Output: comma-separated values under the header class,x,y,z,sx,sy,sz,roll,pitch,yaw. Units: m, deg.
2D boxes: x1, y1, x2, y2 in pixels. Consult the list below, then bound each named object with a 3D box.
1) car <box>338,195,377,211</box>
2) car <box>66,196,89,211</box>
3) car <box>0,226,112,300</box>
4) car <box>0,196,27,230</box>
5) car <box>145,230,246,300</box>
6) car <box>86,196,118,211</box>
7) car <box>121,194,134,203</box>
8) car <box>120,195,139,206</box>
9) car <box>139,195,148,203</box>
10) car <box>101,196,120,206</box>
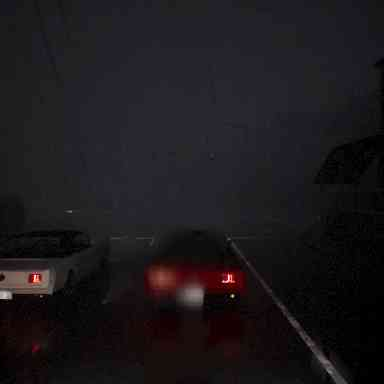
class,x,y,z,sx,sy,sz,roll,pitch,yaw
car,14.158,1.057,28.512,4.181,1.385,1.994,-14,0,-1
car,-14.102,1.564,41.411,1.994,1.385,4.181,0,0,0
car,-3.424,1.601,8.305,1.895,1.301,4.718,0,0,0
car,-10.602,1.221,16.910,2.150,2.045,5.566,0,0,0
car,0.077,1.601,8.323,1.895,1.301,4.718,0,0,0
car,-10.605,1.547,40.200,2.033,1.411,5.357,0,0,0
car,-14.009,1.353,72.656,2.097,1.767,4.553,0,0,0
car,-10.592,1.526,55.210,1.812,1.442,4.674,0,0,0
car,-10.509,1.355,70.211,2.097,1.767,4.553,0,0,0
car,-14.085,1.492,57.609,2.128,1.511,4.902,0,0,0
